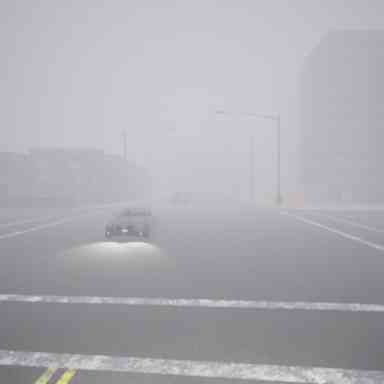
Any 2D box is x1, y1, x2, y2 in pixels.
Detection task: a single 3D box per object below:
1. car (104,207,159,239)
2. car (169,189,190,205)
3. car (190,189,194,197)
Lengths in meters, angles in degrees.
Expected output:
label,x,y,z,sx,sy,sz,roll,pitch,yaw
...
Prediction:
label,x,y,z,sx,sy,sz,roll,pitch,yaw
car,-2.843,1.441,16.391,1.994,1.385,4.181,0,1,2
car,-1.722,0.626,42.281,2.097,1.767,4.553,0,1,2
car,-0.585,0.174,68.421,1.882,1.535,5.008,0,2,2
